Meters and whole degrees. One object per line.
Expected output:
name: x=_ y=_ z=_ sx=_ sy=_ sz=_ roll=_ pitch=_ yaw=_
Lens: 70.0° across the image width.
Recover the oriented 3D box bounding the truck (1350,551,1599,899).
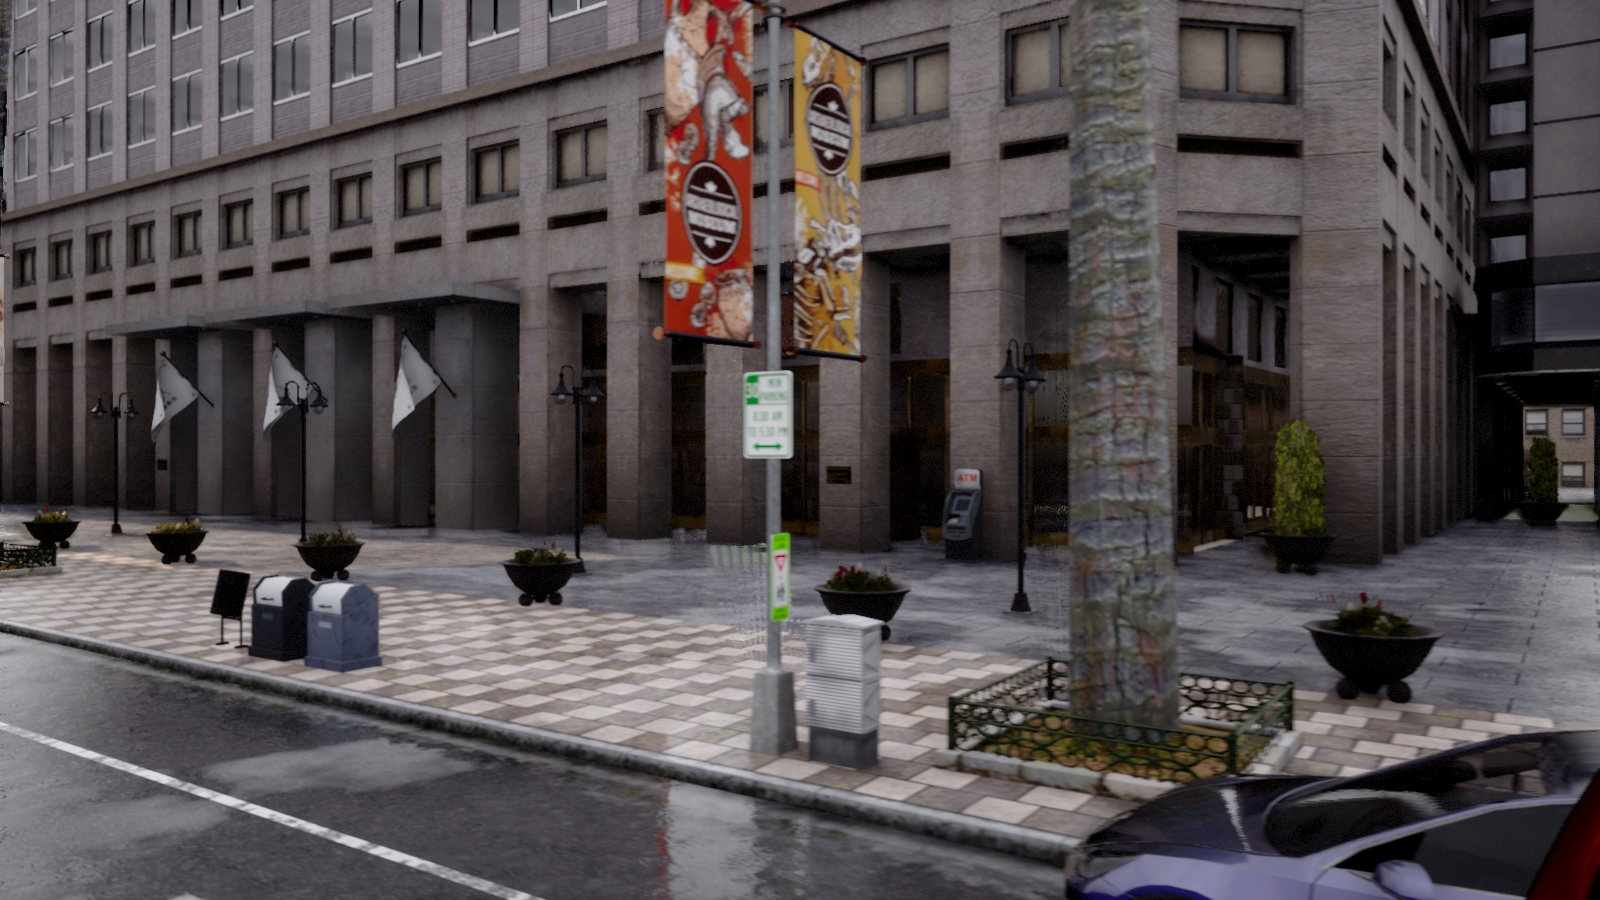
truck: x=3.670 y=1.568 z=1.215 sx=5.204 sy=2.467 sz=2.627 roll=0 pitch=0 yaw=35
